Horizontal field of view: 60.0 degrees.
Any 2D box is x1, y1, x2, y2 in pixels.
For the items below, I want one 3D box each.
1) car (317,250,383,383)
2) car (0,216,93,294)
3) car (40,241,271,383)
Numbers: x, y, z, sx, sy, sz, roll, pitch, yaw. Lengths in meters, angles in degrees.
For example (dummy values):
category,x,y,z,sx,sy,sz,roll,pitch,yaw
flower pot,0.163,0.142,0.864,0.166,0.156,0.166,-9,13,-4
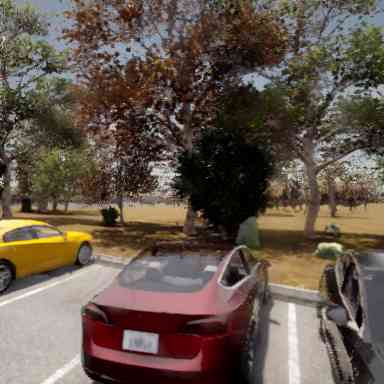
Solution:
category,x,y,z,sx,sy,sz,roll,pitch,yaw
car,2.547,1.517,3.649,2.163,1.488,4.792,1,-1,16
car,-4.637,1.485,8.913,2.097,1.535,5.008,0,-1,17
car,0.152,1.517,5.447,2.163,1.488,4.792,0,-1,16
